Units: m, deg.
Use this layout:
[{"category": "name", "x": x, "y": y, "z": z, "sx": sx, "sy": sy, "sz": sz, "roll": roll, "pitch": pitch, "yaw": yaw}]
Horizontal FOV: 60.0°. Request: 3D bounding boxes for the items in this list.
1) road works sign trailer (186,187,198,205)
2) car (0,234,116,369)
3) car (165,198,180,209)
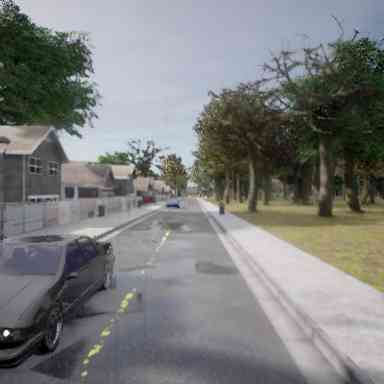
[{"category": "road works sign trailer", "x": 0.007, "y": 0.753, "z": 63.693, "sx": 2.380, "sy": 3.560, "sz": 2.880, "roll": 0, "pitch": 0, "yaw": 0}, {"category": "car", "x": -2.850, "y": 1.574, "z": 6.387, "sx": 2.033, "sy": 1.411, "sz": 5.357, "roll": 0, "pitch": 0, "yaw": 0}, {"category": "car", "x": -2.813, "y": 1.692, "z": 48.710, "sx": 1.882, "sy": 1.535, "sz": 5.008, "roll": 0, "pitch": -1, "yaw": 0}]
